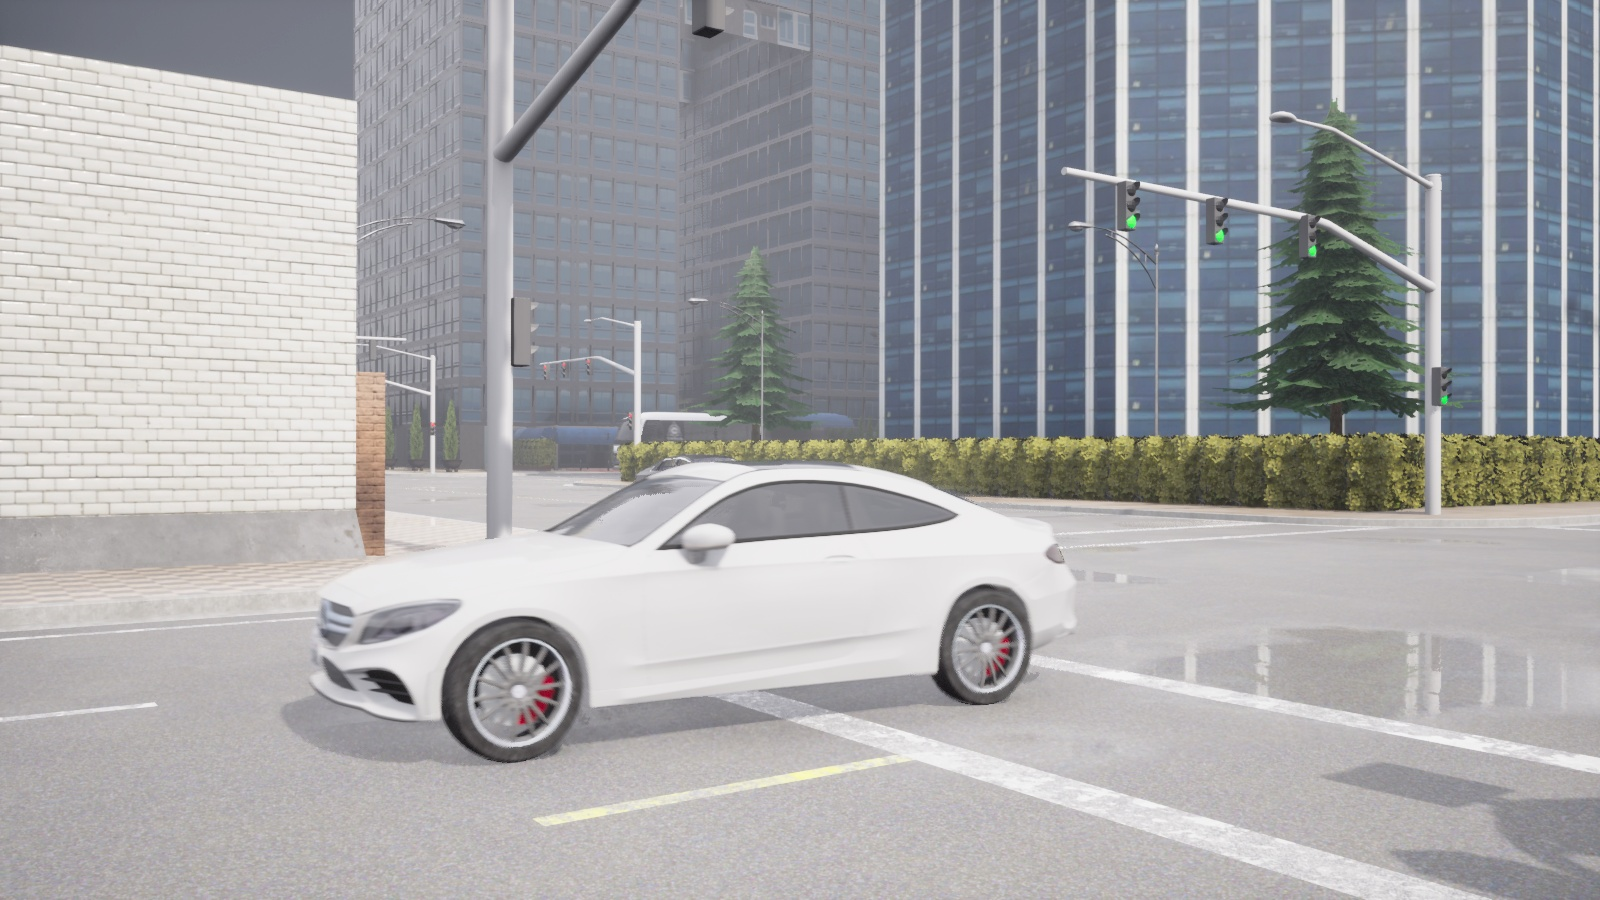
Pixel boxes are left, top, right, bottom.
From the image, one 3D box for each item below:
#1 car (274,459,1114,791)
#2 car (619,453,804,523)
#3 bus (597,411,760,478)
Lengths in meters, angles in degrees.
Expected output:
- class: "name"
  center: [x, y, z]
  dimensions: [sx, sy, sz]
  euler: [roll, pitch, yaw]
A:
- class: "car"
  center: [-0.510, 0.790, 7.514]
  dimensions: [4.674, 1.442, 1.812]
  euler: [0, 0, -30]
- class: "car"
  center: [-2.194, 0.834, 29.697]
  dimensions: [2.128, 1.511, 4.902]
  euler: [0, 0, -35]
- class: "bus"
  center: [-8.038, -0.353, 84.070]
  dimensions: [10.273, 4.253, 3.944]
  euler: [0, 0, -35]
